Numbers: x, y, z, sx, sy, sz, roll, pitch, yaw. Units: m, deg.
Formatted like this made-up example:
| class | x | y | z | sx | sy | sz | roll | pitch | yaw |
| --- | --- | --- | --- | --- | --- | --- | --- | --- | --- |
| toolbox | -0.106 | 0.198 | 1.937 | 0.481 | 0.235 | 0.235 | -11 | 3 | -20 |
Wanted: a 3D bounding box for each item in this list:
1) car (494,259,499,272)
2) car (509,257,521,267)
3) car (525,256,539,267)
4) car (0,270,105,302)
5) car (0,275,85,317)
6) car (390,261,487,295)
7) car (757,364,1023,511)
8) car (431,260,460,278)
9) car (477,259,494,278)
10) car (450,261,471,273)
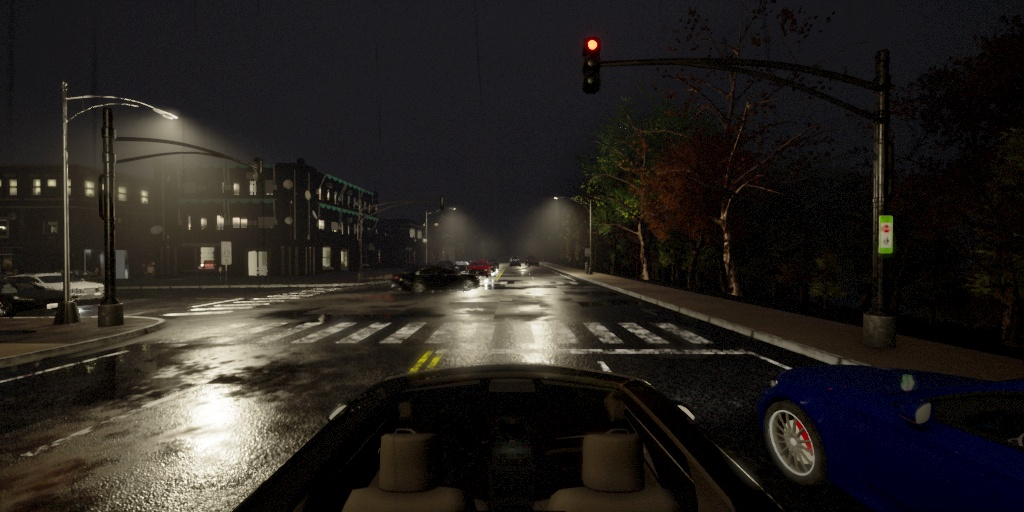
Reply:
| class | x | y | z | sx | sy | sz | roll | pitch | yaw |
| --- | --- | --- | --- | --- | --- | --- | --- | --- | --- |
| car | -2.994 | 1.260 | 44.641 | 1.812 | 1.442 | 4.674 | 0 | 0 | 1 |
| car | 0.609 | 1.289 | 64.554 | 1.994 | 1.385 | 4.181 | 0 | 0 | 0 |
| car | 3.853 | 1.202 | 64.701 | 1.882 | 1.535 | 5.008 | 0 | 0 | 1 |
| car | -21.439 | 1.516 | 16.543 | 4.674 | 1.442 | 1.812 | -1 | 1 | 0 |
| car | -19.854 | 1.564 | 13.822 | 4.313 | 1.339 | 1.948 | 0 | 0 | 1 |
| car | -4.111 | 1.250 | 19.727 | 4.892 | 1.490 | 1.837 | 0 | 2 | -34 |
| car | 3.355 | 1.276 | 1.635 | 1.812 | 1.442 | 4.674 | 0 | 0 | 1 |
| car | -6.330 | 1.217 | 34.738 | 1.882 | 1.535 | 5.008 | 0 | 0 | 1 |
| car | -3.074 | 1.217 | 34.580 | 1.882 | 1.535 | 5.008 | 0 | 0 | 1 |
| car | -6.254 | 1.335 | 44.175 | 1.895 | 1.301 | 4.718 | 0 | 0 | 1 |
